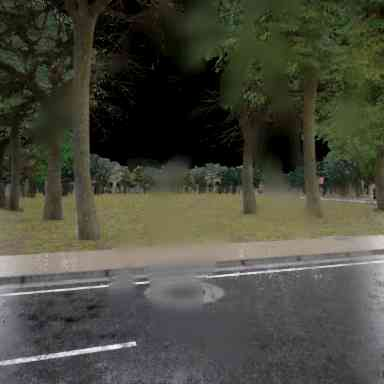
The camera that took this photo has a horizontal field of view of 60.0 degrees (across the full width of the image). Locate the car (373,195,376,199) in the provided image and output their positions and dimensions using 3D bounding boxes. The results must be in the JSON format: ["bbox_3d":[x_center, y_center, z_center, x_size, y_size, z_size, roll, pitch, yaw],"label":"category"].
[{"bbox_3d":[44.754,1.295,79.771,1.895,1.301,4.718,0,0,4],"label":"car"}]
